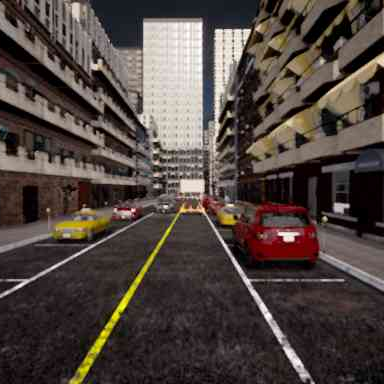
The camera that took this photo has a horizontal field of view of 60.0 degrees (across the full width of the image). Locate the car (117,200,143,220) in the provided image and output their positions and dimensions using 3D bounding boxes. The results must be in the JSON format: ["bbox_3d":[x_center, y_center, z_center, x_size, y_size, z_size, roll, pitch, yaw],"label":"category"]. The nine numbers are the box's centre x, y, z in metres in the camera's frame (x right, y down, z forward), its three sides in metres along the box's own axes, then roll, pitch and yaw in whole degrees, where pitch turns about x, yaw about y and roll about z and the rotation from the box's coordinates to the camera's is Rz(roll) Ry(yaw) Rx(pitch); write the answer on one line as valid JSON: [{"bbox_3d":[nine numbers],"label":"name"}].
[{"bbox_3d":[-5.322,1.439,27.787,1.967,1.590,4.097,-1,0,0],"label":"car"}]

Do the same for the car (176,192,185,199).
[{"bbox_3d":[-2.739,0.984,76.706,2.150,2.045,5.566,0,0,0],"label":"car"}]

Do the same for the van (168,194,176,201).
[{"bbox_3d":[-5.313,1.326,88.827,1.690,1.788,3.998,-1,0,0],"label":"van"}]

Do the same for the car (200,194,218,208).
[{"bbox_3d":[2.560,1.312,44.453,2.192,1.841,5.009,-1,0,0],"label":"car"}]

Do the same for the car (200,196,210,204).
[{"bbox_3d":[2.566,1.517,66.819,1.752,1.417,4.829,-1,0,0],"label":"car"}]

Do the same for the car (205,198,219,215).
[{"bbox_3d":[2.561,1.580,33.355,1.802,1.307,4.206,-1,0,0],"label":"car"}]

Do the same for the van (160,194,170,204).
[{"bbox_3d":[-5.317,1.333,66.631,1.690,1.788,3.998,-1,0,0],"label":"van"}]

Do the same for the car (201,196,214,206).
[{"bbox_3d":[2.563,1.434,55.551,1.967,1.590,4.097,-1,0,0],"label":"car"}]

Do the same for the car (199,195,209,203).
[{"bbox_3d":[2.565,1.431,72.198,1.967,1.590,4.097,-1,0,0],"label":"car"}]

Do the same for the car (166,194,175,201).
[{"bbox_3d":[-5.313,1.427,83.278,1.967,1.590,4.097,-1,0,0],"label":"car"}]

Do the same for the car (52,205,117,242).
[{"bbox_3d":[-5.322,1.525,16.519,1.752,1.417,4.829,-1,0,0],"label":"car"}]

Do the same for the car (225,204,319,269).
[{"bbox_3d":[2.555,1.315,11.159,2.192,1.841,5.009,-1,0,0],"label":"car"}]

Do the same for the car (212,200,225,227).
[{"bbox_3d":[2.559,1.525,22.427,1.752,1.417,4.829,-1,0,0],"label":"car"}]

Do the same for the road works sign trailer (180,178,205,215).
[{"bbox_3d":[0.035,0.463,32.606,2.380,3.560,2.880,0,0,-1],"label":"road works sign trailer"}]

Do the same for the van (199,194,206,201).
[{"bbox_3d":[2.566,1.328,83.296,1.690,1.788,3.998,-1,0,0],"label":"van"}]

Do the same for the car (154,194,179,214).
[{"bbox_3d":[-2.838,1.350,35.419,2.097,1.767,4.553,0,0,0],"label":"car"}]
